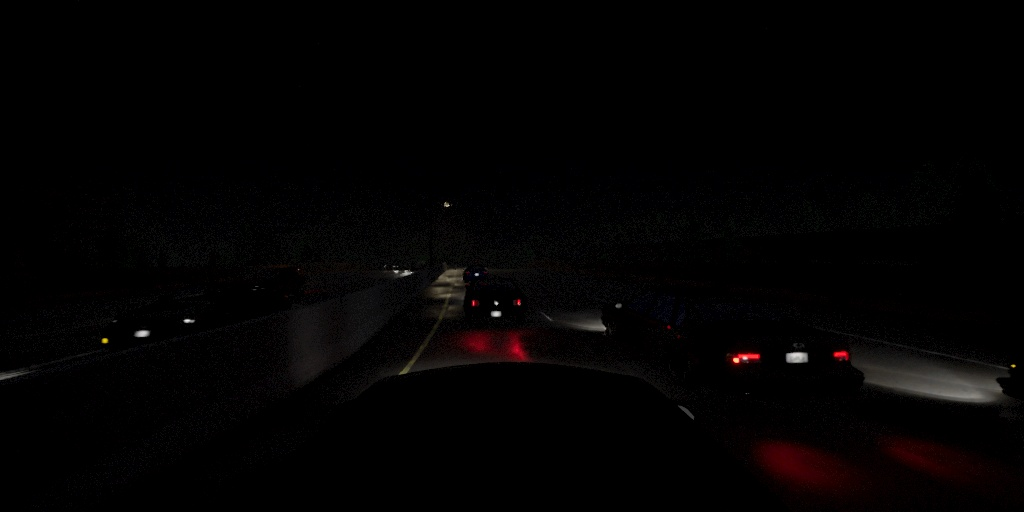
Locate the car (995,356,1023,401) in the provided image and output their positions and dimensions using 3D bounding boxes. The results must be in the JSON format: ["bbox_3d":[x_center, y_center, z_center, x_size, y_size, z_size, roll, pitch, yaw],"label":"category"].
[{"bbox_3d":[7.005,1.266,1.941,2.033,1.411,5.357,0,0,-1],"label":"car"}]

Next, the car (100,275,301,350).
[{"bbox_3d":[-7.571,1.379,9.168,1.994,1.385,4.181,0,0,-5],"label":"car"}]

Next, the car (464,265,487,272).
[{"bbox_3d":[-3.002,1.422,29.742,1.994,1.385,4.181,0,0,-8],"label":"car"}]

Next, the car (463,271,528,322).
[{"bbox_3d":[-0.687,1.389,12.548,1.895,1.301,4.718,0,0,-6],"label":"car"}]

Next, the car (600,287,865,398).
[{"bbox_3d":[3.332,1.297,6.889,2.033,1.411,5.357,0,0,-3],"label":"car"}]

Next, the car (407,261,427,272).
[{"bbox_3d":[-13.417,1.486,52.128,2.128,1.511,4.902,0,0,-8],"label":"car"}]

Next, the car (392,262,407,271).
[{"bbox_3d":[-17.953,1.654,59.312,1.837,1.490,4.892,0,-2,-7],"label":"car"}]

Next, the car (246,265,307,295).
[{"bbox_3d":[-12.121,1.352,17.924,1.882,1.535,5.008,0,0,-8],"label":"car"}]
